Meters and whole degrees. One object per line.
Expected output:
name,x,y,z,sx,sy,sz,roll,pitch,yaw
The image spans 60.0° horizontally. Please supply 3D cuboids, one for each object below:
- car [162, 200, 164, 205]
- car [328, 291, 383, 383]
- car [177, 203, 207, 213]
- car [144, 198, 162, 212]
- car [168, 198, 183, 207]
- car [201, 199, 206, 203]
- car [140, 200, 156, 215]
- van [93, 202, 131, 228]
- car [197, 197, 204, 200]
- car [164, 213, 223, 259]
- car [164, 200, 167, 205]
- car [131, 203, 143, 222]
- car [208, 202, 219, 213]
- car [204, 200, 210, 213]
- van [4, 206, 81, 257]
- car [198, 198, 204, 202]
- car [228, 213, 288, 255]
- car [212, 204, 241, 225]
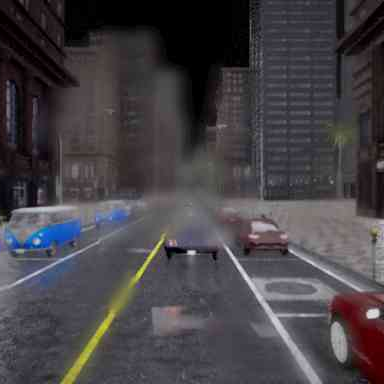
car,-5.805,1.977,50.372,1.967,1.590,4.097,0,-1,0
car,2.761,1.577,2.942,1.887,1.381,4.507,0,-1,0
car,-0.008,1.874,28.487,1.994,1.385,4.181,0,-1,0
car,-5.801,1.801,45.072,2.192,1.841,5.009,0,-1,0
car,-3.076,2.261,64.519,1.895,1.301,4.718,0,0,0
car,2.720,2.130,51.534,1.802,1.307,4.206,0,0,0
car,-5.797,2.013,39.769,1.802,1.307,4.206,0,-1,0
van,-5.782,1.600,23.870,1.690,1.788,3.998,0,-1,0
car,2.705,2.267,69.701,1.947,1.339,4.313,0,0,0
car,0.001,1.745,13.250,1.895,1.301,4.718,0,-1,0
car,-7.553,2.043,63.775,4.403,1.369,2.008,-1,0,-9
car,-5.787,1.898,29.168,1.802,1.307,4.206,0,-1,0
car,2.737,1.891,29.937,1.947,1.339,4.313,0,-1,0
car,2.728,2.007,40.736,1.947,1.339,4.313,0,-1,0
van,-5.773,1.485,13.269,1.690,1.788,3.998,0,-1,0
car,2.711,2.209,62.336,1.947,1.339,4.313,0,0,0
car,2.751,1.731,13.740,1.802,1.307,4.206,0,-1,0
car,2.742,1.811,24.538,1.887,1.381,4.507,0,-1,0
